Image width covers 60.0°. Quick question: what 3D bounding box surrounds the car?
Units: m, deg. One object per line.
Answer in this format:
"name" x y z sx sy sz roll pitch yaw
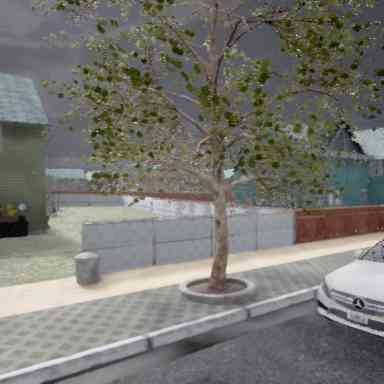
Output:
"car" 4.253 1.532 6.139 4.674 1.442 1.812 0 0 -36
